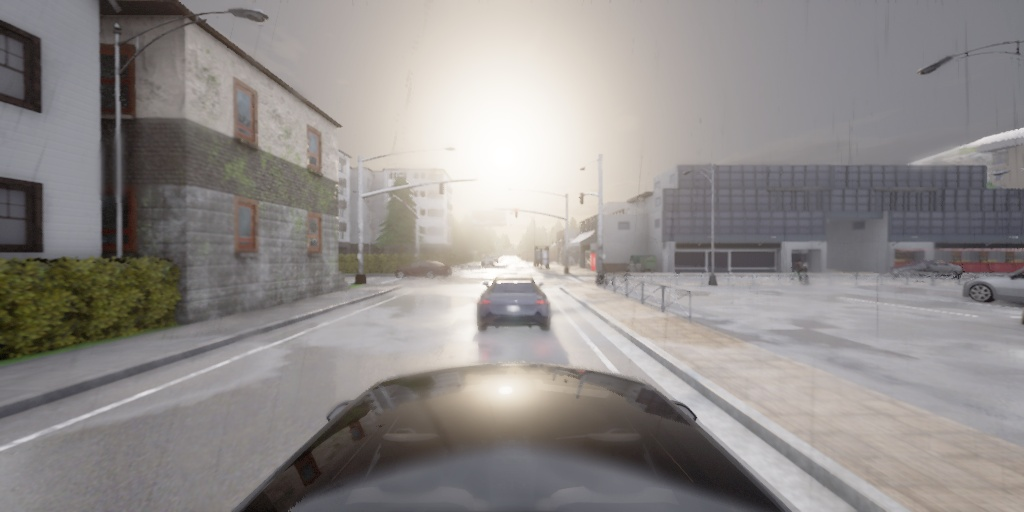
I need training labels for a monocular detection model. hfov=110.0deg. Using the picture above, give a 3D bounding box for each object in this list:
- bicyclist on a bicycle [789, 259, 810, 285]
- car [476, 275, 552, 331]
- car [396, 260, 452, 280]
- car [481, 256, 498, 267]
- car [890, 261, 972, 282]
[{"bbox_3d":[18.698,1.049,23.342,0.582,1.620,1.656,0,0,0],"label":"bicyclist on a bicycle"},{"bbox_3d":[0.056,1.239,10.731,1.994,1.385,4.181,0,0,0],"label":"car"},{"bbox_3d":[-7.349,1.125,29.715,5.008,1.535,1.882,-1,-1,25],"label":"car"},{"bbox_3d":[-3.604,0.810,54.110,2.128,1.511,4.902,0,0,0],"label":"car"},{"bbox_3d":[35.580,1.178,30.867,4.902,1.511,2.128,0,0,0],"label":"car"}]
